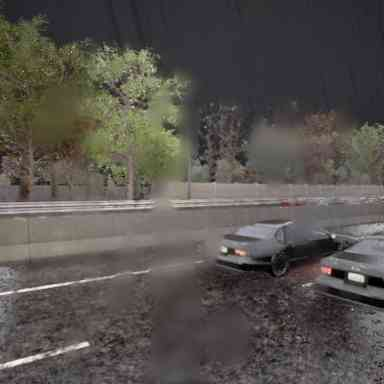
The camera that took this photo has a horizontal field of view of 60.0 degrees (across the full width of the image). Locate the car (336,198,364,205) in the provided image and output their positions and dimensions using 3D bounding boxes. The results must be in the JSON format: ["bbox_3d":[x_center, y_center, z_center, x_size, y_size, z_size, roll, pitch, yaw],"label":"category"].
[{"bbox_3d":[19.634,1.476,39.475,4.892,1.490,1.837,0,0,-35],"label":"car"}]

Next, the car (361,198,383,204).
[{"bbox_3d":[20.754,1.572,35.982,4.718,1.301,1.895,0,0,-35],"label":"car"}]

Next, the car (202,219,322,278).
[{"bbox_3d":[2.863,1.539,10.107,5.357,1.411,2.033,0,0,-35],"label":"car"}]

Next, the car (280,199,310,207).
[{"bbox_3d":[13.769,1.572,43.787,4.718,1.301,1.895,0,0,-36],"label":"car"}]

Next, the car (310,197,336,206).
[{"bbox_3d":[17.584,1.476,42.310,4.892,1.490,1.837,0,0,-35],"label":"car"}]

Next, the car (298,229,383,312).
[{"bbox_3d":[4.920,1.539,7.273,5.357,1.411,2.033,0,0,-35],"label":"car"}]
